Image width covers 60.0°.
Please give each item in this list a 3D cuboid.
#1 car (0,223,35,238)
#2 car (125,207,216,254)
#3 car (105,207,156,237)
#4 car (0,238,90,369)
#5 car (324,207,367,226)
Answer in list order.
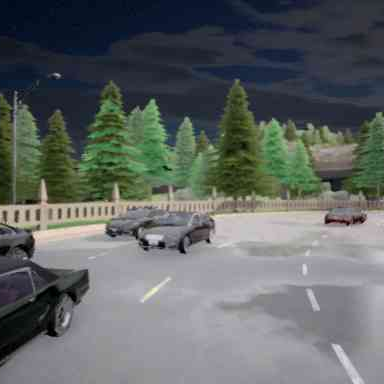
[{"bbox_3d":[-5.911,1.471,7.946,2.128,1.511,4.902,1,0,13],"label":"car"},{"bbox_3d":[-0.443,1.564,14.114,2.128,1.511,4.902,1,0,23],"label":"car"},{"bbox_3d":[-2.607,1.574,17.838,1.837,1.490,4.892,0,0,26],"label":"car"},{"bbox_3d":[-3.082,1.590,4.030,1.895,1.301,4.718,1,0,7],"label":"car"},{"bbox_3d":[12.045,1.839,25.984,4.181,1.385,1.994,1,0,-44],"label":"car"}]
